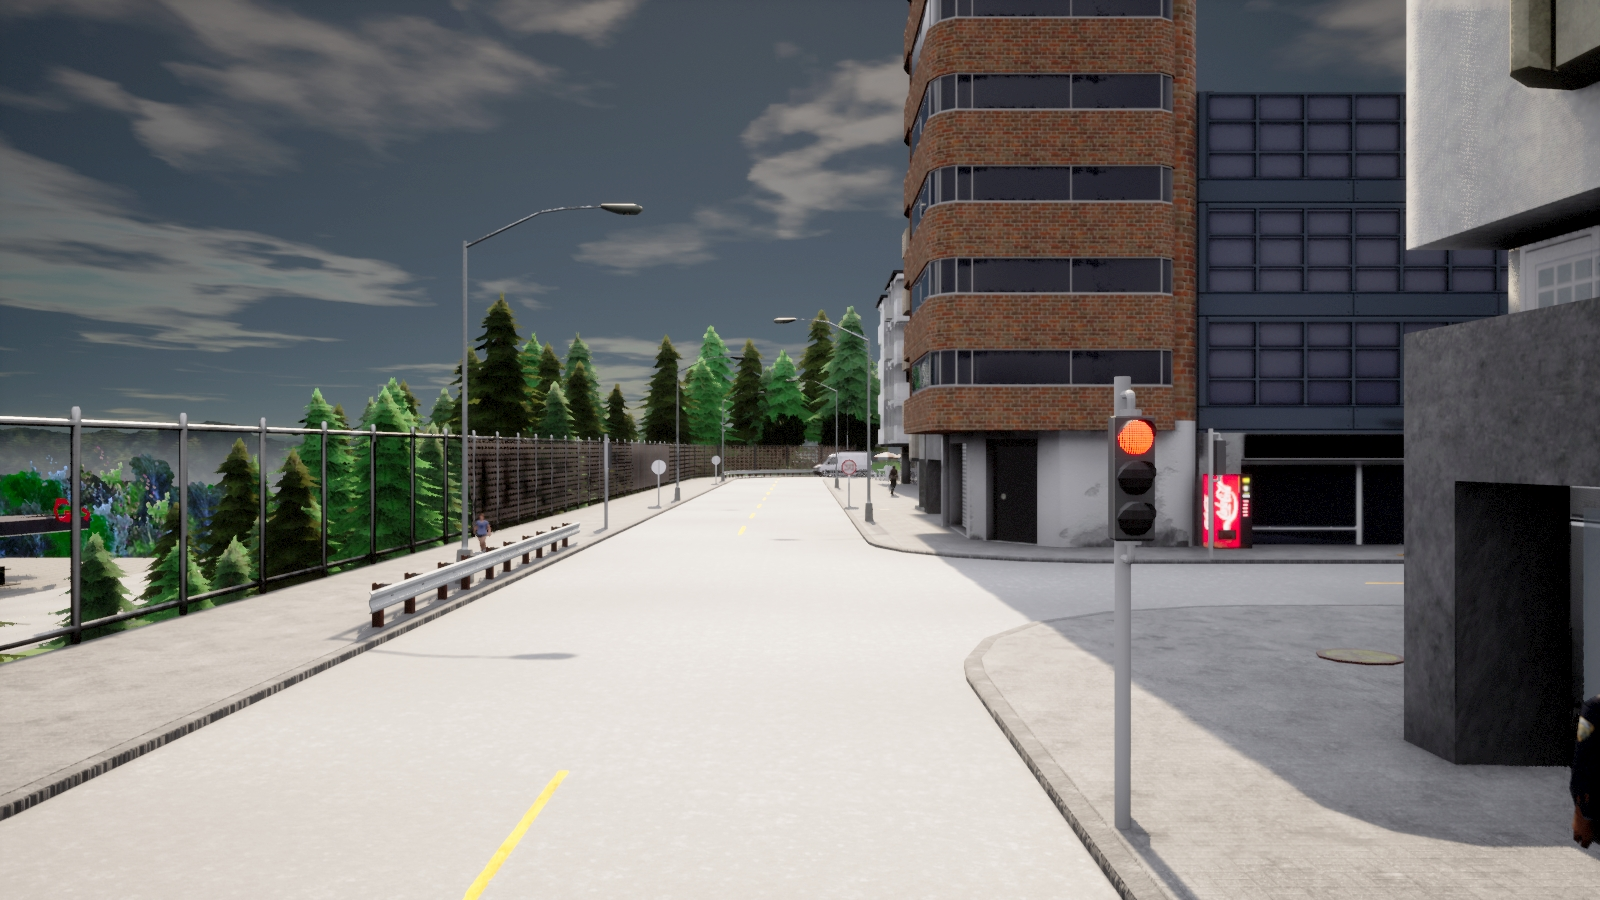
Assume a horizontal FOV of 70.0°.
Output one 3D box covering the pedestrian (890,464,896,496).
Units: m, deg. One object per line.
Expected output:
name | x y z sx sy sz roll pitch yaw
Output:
pedestrian | 5.373 1.718 66.088 0.375 1.860 0.375 0 0 3

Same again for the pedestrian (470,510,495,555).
pedestrian | -8.130 2.113 29.300 0.500 1.100 0.500 0 0 0

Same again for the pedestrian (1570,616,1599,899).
pedestrian | 3.978 1.744 5.432 0.375 1.860 0.375 0 0 -4
